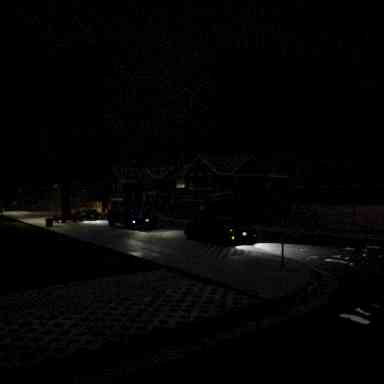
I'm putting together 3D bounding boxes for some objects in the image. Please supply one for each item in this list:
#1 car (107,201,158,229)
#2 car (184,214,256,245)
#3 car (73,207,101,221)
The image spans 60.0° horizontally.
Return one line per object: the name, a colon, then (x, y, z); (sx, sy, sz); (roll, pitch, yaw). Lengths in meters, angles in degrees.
car: (-4.839, 1.731, 26.144); (2.150, 2.045, 5.566); (0, -1, -36)
car: (1.359, 1.859, 17.486); (1.994, 1.385, 4.181); (0, -1, -35)
car: (-11.080, 2.279, 34.906); (1.994, 1.385, 4.181); (0, -1, -35)
